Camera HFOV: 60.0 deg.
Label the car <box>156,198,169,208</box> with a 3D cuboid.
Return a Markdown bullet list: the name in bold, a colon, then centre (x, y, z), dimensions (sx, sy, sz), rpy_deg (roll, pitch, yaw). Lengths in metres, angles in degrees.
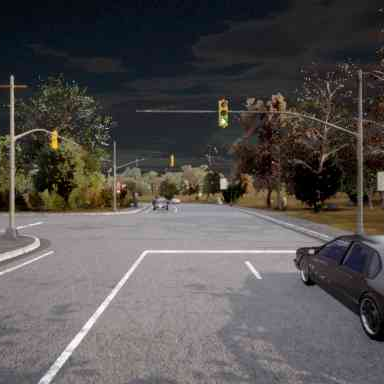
- **car**: centre (-4.742, 1.693, 53.105), dimensions (1.882, 1.535, 5.008), rpy_deg (0, -1, -7)

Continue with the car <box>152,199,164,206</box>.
- **car**: centre (-6.933, 2.094, 67.528), dimensions (1.994, 1.385, 4.181), rpy_deg (0, -1, -11)

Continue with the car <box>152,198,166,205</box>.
- **car**: centre (-8.285, 2.353, 83.477), dimensions (1.882, 1.535, 5.008), rpy_deg (0, -1, -25)

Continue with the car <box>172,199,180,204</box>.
- **car**: centre (-4.416, 2.364, 83.277), dimensions (1.812, 1.442, 4.674), rpy_deg (0, -1, -22)

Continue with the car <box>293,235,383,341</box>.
- **car**: centre (3.610, 1.548, 6.425), dimensions (2.033, 1.411, 5.357), rpy_deg (0, 0, 0)

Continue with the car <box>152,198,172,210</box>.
- **car**: centre (-3.972, 1.562, 42.801), dimensions (2.128, 1.511, 4.902), rpy_deg (0, -1, -3)
